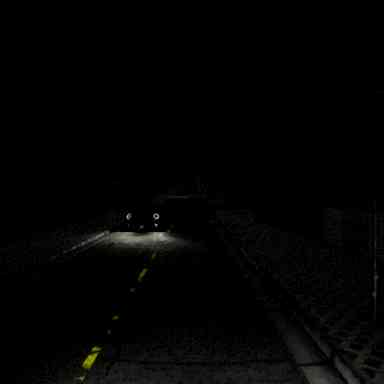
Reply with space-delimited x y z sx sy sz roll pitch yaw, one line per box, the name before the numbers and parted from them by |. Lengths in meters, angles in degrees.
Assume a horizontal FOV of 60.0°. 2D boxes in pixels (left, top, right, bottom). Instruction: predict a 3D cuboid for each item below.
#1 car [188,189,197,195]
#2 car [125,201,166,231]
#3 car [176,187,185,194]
car | 0.092 0.054 79.818 1.994 1.385 4.181 0 2 0
car | -2.810 1.377 20.871 2.097 1.767 4.553 0 0 0
car | -2.658 -0.364 79.994 2.097 1.767 4.553 0 2 0
